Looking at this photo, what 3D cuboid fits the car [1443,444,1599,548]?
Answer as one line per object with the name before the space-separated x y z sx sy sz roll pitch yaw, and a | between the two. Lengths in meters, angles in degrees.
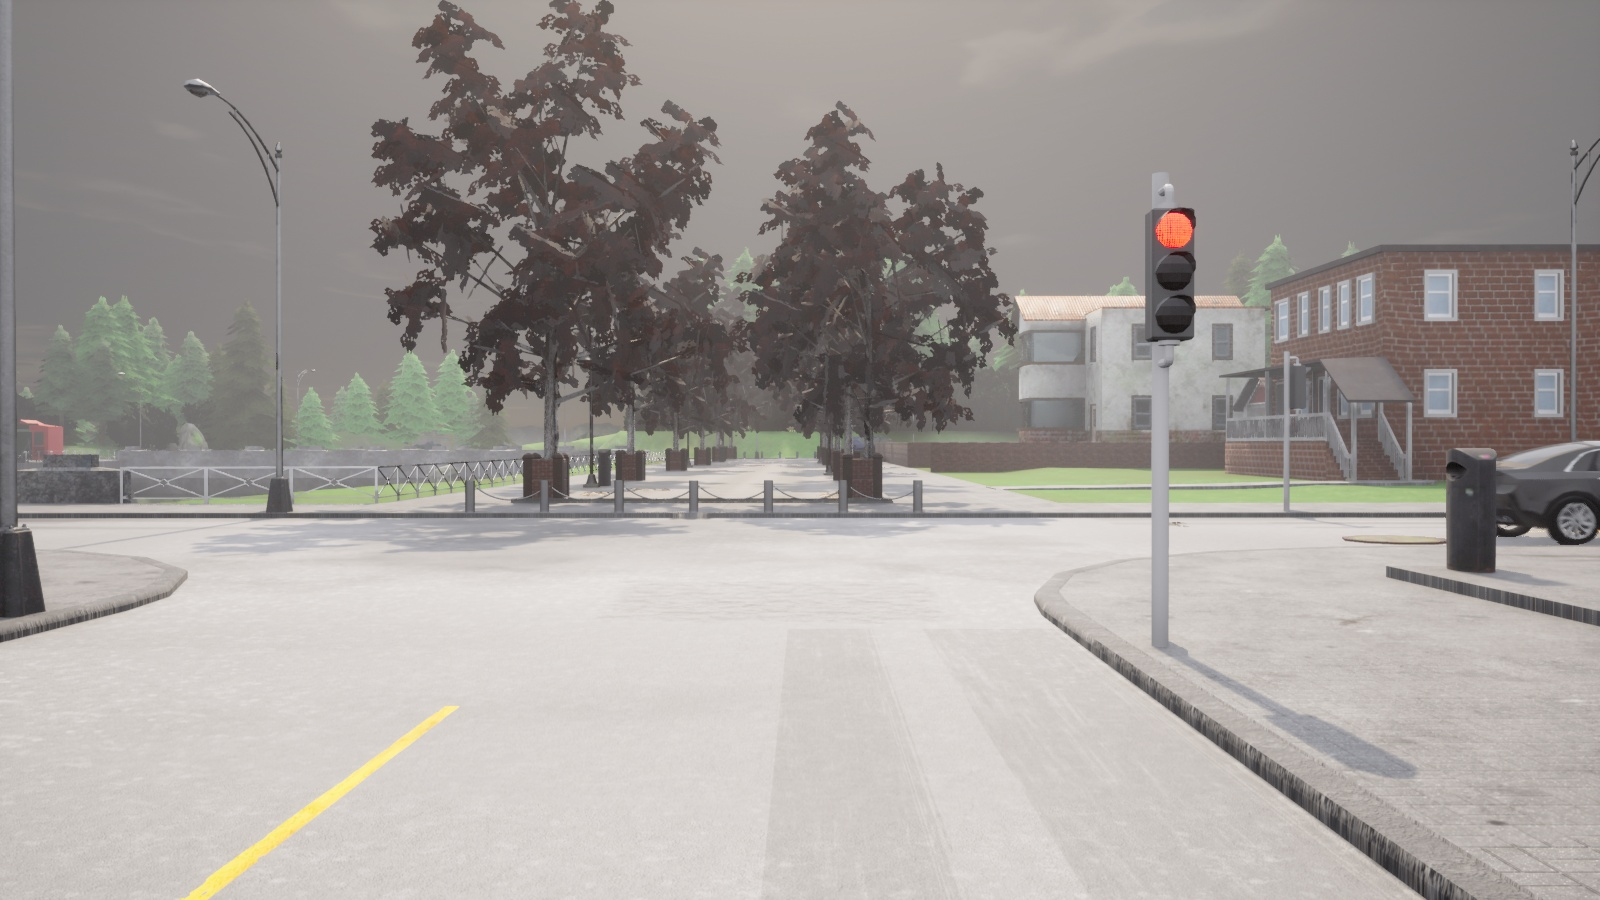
car | 12.587 0.655 18.889 4.892 1.490 1.837 0 0 0
